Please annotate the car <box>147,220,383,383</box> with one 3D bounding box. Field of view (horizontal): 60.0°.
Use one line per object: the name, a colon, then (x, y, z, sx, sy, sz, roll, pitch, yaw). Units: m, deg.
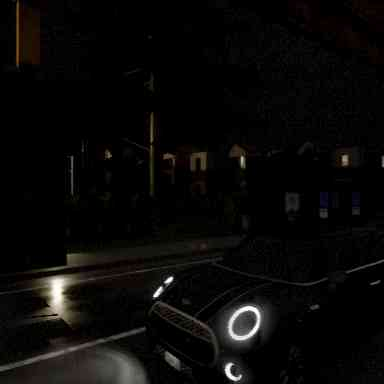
car: (1.570, 1.351, 5.196, 4.553, 1.767, 2.097, 0, 0, -37)
